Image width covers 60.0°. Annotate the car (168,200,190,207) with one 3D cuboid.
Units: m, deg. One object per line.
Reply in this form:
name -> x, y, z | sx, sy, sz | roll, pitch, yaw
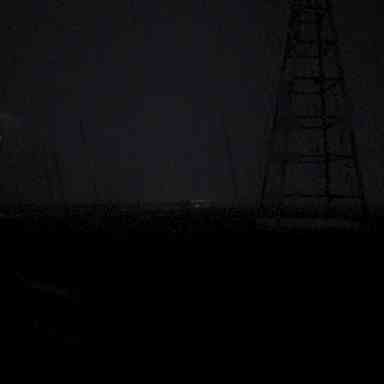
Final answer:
car -> -2.431, 2.056, 61.752 | 1.895, 1.301, 4.718 | 1, 0, 36
